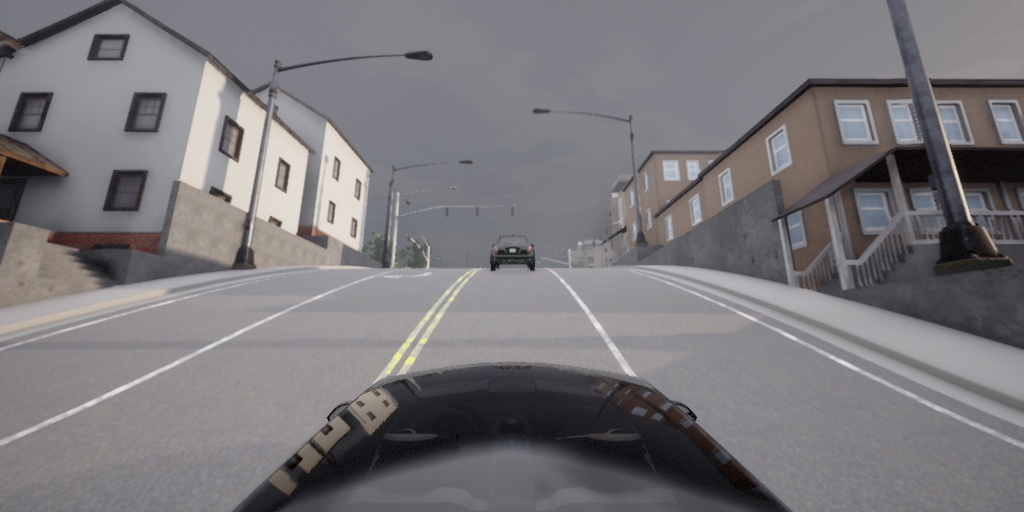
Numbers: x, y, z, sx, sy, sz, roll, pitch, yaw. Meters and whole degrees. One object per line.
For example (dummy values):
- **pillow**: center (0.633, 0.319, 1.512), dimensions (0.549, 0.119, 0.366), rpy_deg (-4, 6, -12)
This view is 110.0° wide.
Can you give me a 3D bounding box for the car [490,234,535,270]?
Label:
- **car**: center (0.058, -0.210, 18.277), dimensions (2.097, 1.767, 4.553), rpy_deg (0, 0, 1)
